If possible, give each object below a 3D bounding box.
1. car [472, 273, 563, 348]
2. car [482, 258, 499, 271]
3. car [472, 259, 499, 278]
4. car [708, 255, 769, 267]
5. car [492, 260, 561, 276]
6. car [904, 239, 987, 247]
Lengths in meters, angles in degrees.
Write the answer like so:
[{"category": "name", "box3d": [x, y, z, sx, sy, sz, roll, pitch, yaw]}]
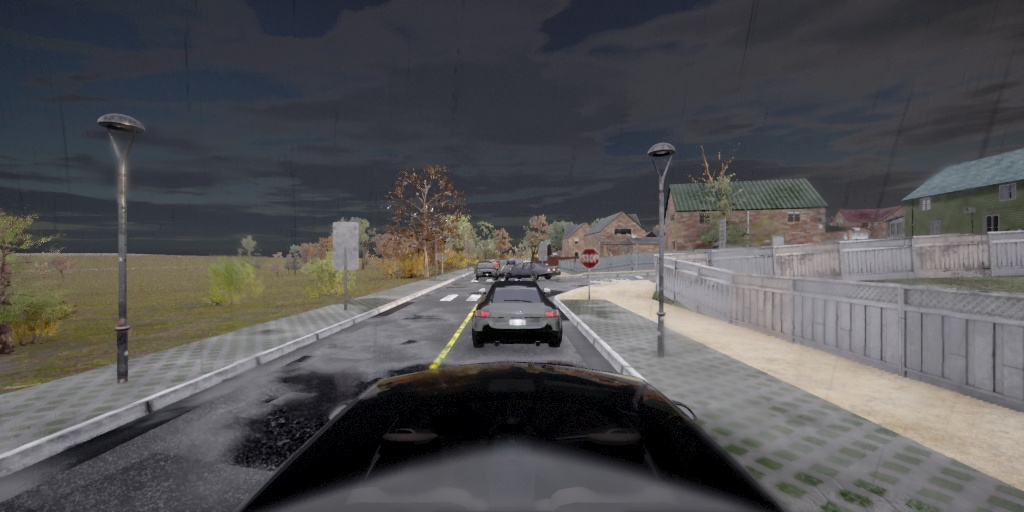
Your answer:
[{"category": "car", "box3d": [0.081, 1.313, 9.266, 1.994, 1.385, 4.181, 0, 0, -1]}, {"category": "car", "box3d": [-2.986, 1.120, 51.001, 2.097, 1.767, 4.553, 0, 0, 0]}, {"category": "car", "box3d": [-2.333, 1.257, 31.185, 1.837, 1.490, 4.892, 0, 0, -8]}, {"category": "car", "box3d": [14.329, 0.413, 22.698, 4.181, 1.385, 1.994, -3, 0, 16]}, {"category": "car", "box3d": [1.262, 1.197, 28.284, 5.357, 1.411, 2.033, -4, -3, 43]}, {"category": "car", "box3d": [23.836, -0.208, 20.303, 4.902, 1.511, 2.128, -3, 0, 14]}]
